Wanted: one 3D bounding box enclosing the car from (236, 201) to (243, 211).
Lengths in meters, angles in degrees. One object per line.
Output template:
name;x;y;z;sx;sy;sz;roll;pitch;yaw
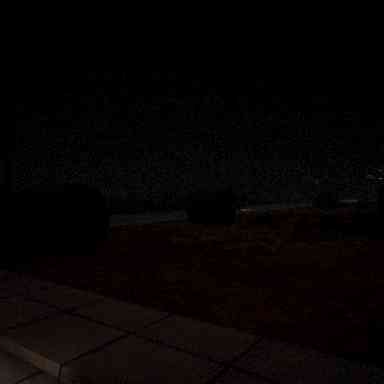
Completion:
car;4.576;1.640;41.274;1.837;1.490;4.892;-1;0;38
